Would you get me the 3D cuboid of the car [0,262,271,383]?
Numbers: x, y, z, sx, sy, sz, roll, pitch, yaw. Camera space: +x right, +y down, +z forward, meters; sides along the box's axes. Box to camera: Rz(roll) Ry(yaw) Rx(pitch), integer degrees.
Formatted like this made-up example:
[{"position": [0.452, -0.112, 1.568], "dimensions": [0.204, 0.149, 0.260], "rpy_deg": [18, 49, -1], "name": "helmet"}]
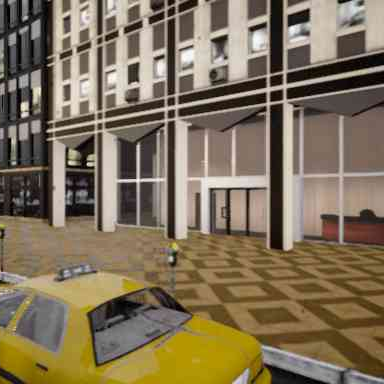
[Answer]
[{"position": [-1.548, 1.532, 3.978], "dimensions": [4.829, 1.417, 1.752], "rpy_deg": [0, 0, 36], "name": "car"}]
